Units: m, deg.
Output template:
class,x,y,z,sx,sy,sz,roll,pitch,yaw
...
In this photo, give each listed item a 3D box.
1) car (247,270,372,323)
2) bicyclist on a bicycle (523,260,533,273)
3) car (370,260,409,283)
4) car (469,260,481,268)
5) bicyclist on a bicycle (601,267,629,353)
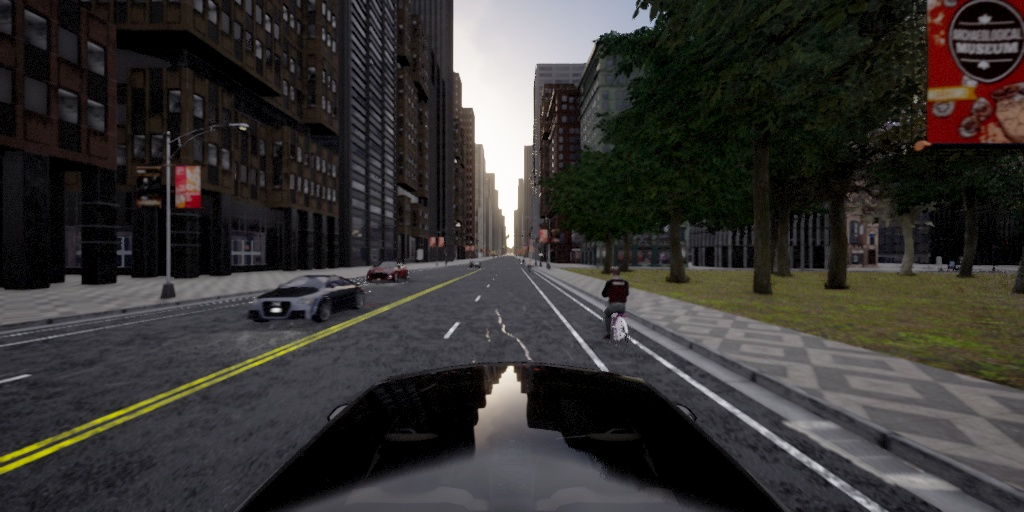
class,x,y,z,sx,sy,sz,roll,pitch,yaw
car,-6.600,1.328,12.024,1.994,1.385,4.181,0,0,0
bicyclist on a bicycle,2.192,1.273,44.883,0.866,1.612,1.509,0,0,0
car,-9.850,1.144,28.757,2.097,1.767,4.553,0,0,0
car,-6.501,1.455,63.642,2.033,1.411,5.357,0,0,0
bicyclist on a bicycle,2.250,1.129,7.956,0.659,1.776,1.843,0,0,0
